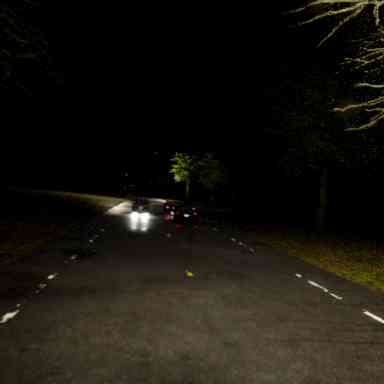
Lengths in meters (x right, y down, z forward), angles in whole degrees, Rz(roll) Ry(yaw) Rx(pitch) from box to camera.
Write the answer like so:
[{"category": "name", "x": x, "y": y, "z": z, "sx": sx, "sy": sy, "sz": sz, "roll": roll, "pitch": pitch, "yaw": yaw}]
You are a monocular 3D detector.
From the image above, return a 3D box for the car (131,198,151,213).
[{"category": "car", "x": -5.630, "y": 1.392, "z": 36.859, "sx": 2.128, "sy": 1.511, "sz": 4.902, "roll": 5, "pitch": -1, "yaw": -8}]

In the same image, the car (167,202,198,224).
[{"category": "car", "x": -0.691, "y": 1.762, "z": 27.352, "sx": 1.994, "sy": 1.385, "sz": 4.181, "roll": 5, "pitch": -1, "yaw": -8}]

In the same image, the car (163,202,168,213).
[{"category": "car", "x": -2.368, "y": 1.778, "z": 39.086, "sx": 1.895, "sy": 1.301, "sz": 4.718, "roll": 5, "pitch": -1, "yaw": -8}]
